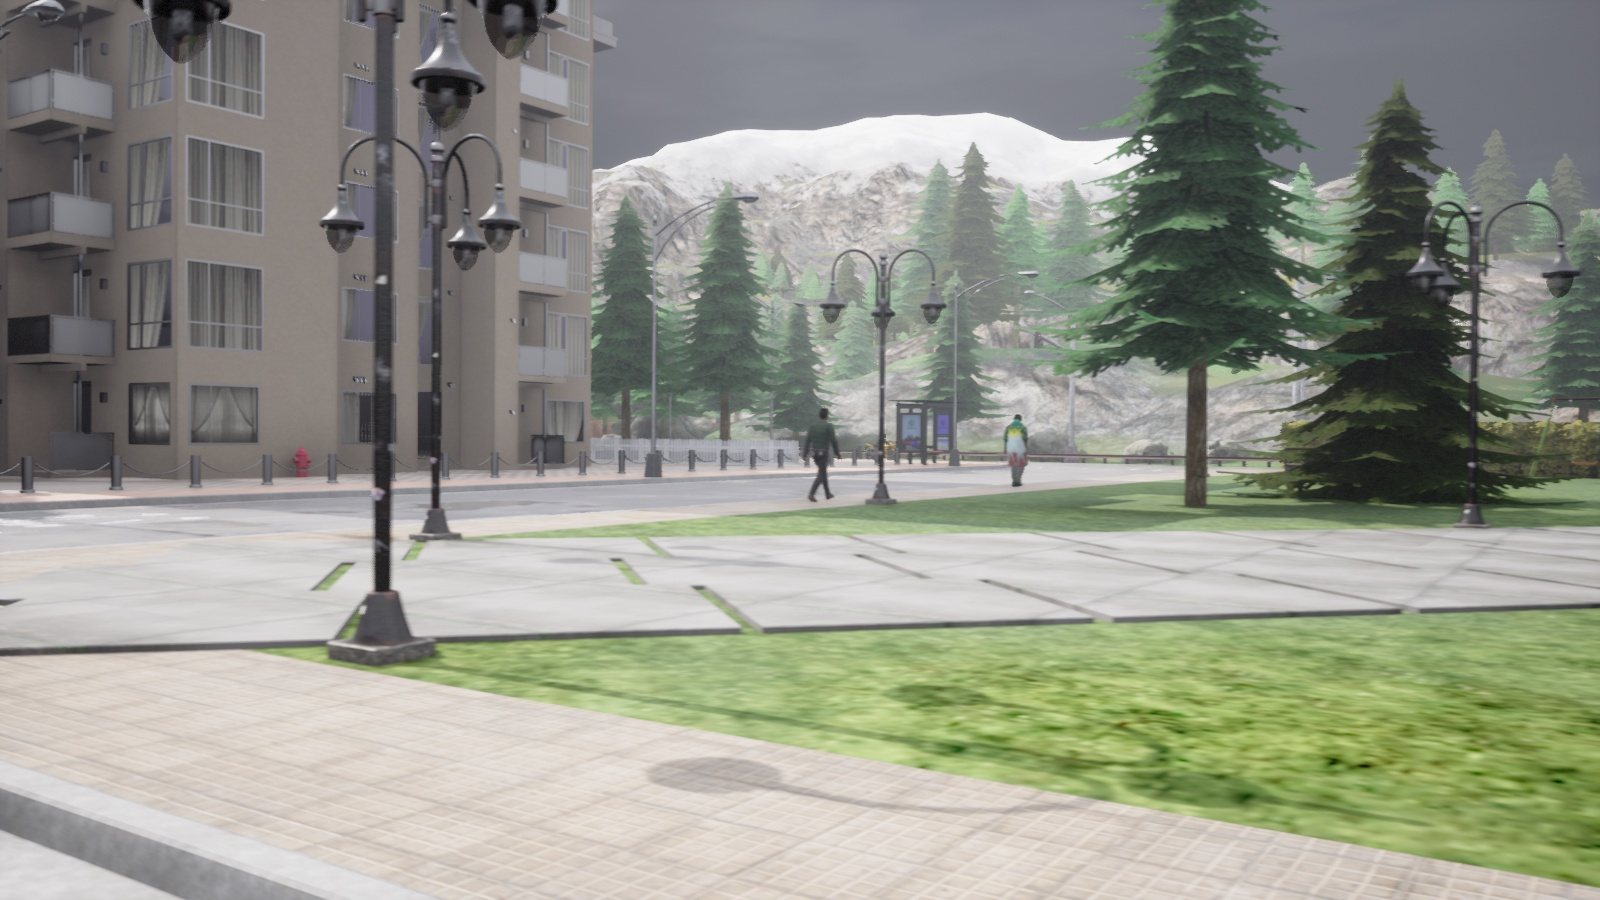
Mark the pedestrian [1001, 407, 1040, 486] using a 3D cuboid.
[{"bbox_3d":[5.537,-0.104,31.530,0.659,1.952,0.873,0,1,34],"label":"pedestrian"}]

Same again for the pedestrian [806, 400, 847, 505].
[{"bbox_3d":[0.510,0.048,23.779,0.423,1.949,0.788,0,1,32],"label":"pedestrian"}]

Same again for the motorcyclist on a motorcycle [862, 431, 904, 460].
[{"bbox_3d":[4.360,-0.228,66.073,2.044,1.523,0.797,0,1,35],"label":"motorcyclist on a motorcycle"}]
